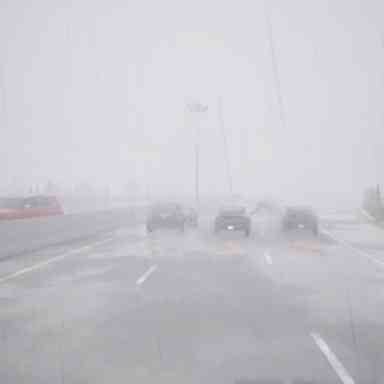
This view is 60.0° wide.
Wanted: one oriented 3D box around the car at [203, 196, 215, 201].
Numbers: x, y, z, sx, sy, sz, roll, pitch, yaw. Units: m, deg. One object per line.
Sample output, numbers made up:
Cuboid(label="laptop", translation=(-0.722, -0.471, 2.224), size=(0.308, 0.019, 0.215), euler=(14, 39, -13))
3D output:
Cuboid(label="car", translation=(3.304, 1.456, 56.439), size=(1.837, 1.490, 4.892), euler=(0, 0, 33))

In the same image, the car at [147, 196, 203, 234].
Cuboid(label="car", translation=(-0.990, 1.327, 19.471), size=(2.097, 1.767, 4.553), euler=(0, 0, 12))

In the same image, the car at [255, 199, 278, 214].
Cuboid(label="car", translation=(8.150, 1.500, 35.955), size=(1.837, 1.490, 4.892), euler=(0, 0, 24))

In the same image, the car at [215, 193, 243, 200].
Cuboid(label="car", translation=(6.546, 1.185, 55.067), size=(2.150, 2.045, 5.566), euler=(0, 0, 34))

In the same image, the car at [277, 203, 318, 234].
Cuboid(label="car", translation=(6.175, 1.510, 19.483), size=(1.837, 1.490, 4.892), euler=(0, 0, 13))

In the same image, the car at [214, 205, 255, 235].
Cuboid(label="car", translation=(2.414, 1.495, 18.754), size=(1.837, 1.490, 4.892), euler=(0, 0, 12))

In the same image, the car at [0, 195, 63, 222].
Cuboid(label="car", translation=(-8.862, 1.165, 17.080), size=(2.150, 2.045, 5.566), euler=(0, 0, 11))
